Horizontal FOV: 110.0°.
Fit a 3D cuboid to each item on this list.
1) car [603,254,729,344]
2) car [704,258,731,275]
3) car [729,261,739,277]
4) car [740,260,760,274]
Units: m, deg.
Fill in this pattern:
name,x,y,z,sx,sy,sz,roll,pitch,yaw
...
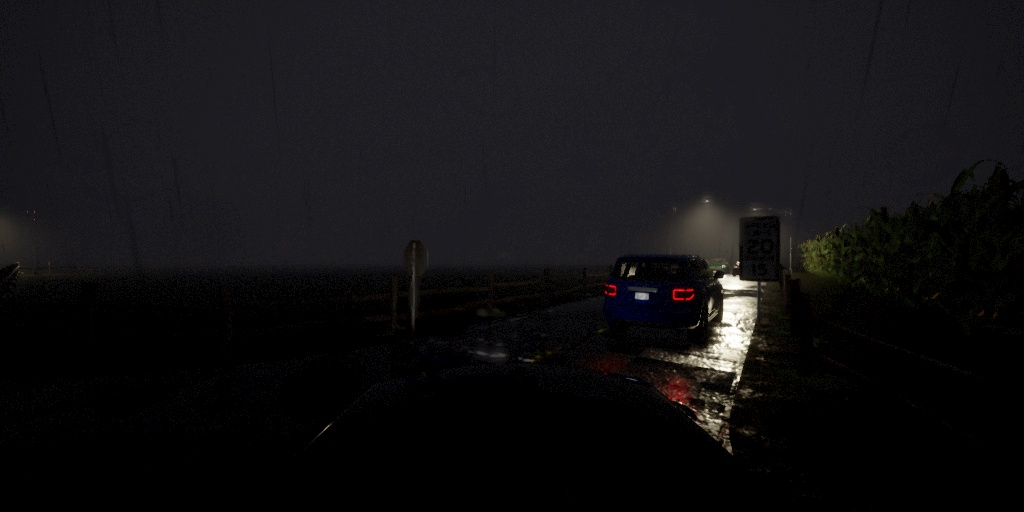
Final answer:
name,x,y,z,sx,sy,sz,roll,pitch,yaw
car,4.413,0.971,9.981,2.150,2.045,5.566,0,0,36
car,22.948,1.104,40.031,2.097,1.767,4.553,0,0,36
car,22.843,1.257,35.135,2.128,1.511,4.902,0,0,37
car,28.963,1.297,43.603,1.812,1.442,4.674,0,0,36
